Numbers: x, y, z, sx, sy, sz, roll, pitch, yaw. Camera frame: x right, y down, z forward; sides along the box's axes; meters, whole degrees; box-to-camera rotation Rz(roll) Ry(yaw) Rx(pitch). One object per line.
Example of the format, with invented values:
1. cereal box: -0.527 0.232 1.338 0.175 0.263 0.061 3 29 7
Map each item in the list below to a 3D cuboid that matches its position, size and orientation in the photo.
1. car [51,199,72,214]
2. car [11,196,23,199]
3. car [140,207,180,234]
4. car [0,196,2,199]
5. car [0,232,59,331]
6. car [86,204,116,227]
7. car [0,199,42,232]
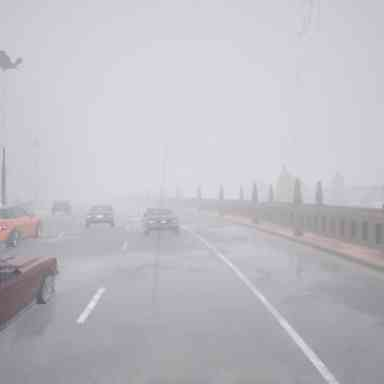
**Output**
1. car: -14.168 1.544 36.192 2.128 1.511 4.902 0 0 -21
2. car: -35.415 1.628 67.408 1.837 1.490 4.892 0 0 -24
3. car: -1.911 1.555 19.189 2.033 1.411 5.357 0 0 -11
4. car: -39.515 1.618 68.035 1.882 1.535 5.008 0 0 -24
5. car: -3.698 1.615 5.120 1.895 1.301 4.718 0 0 -3
6. car: -6.342 1.571 23.229 2.033 1.411 5.357 0 0 -13
7. car: -8.319 1.383 14.818 2.097 1.767 4.553 0 0 -9
